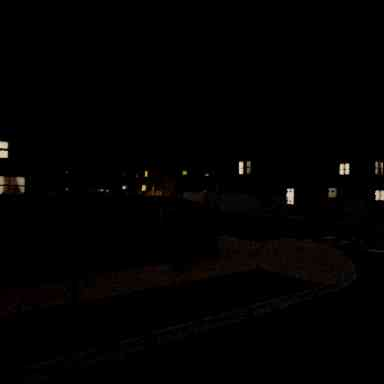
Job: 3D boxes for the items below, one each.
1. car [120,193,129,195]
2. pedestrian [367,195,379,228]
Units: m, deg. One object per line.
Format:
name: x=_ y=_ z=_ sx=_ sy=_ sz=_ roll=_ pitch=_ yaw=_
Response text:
car: x=-8.367 y=0.830 z=39.445 sx=1.994 sy=1.385 sz=4.181 roll=1 pitch=1 yaw=-36
pedestrian: x=10.083 y=1.075 z=18.594 sx=0.375 sy=1.860 sz=0.375 roll=3 pitch=-2 yaw=-35
